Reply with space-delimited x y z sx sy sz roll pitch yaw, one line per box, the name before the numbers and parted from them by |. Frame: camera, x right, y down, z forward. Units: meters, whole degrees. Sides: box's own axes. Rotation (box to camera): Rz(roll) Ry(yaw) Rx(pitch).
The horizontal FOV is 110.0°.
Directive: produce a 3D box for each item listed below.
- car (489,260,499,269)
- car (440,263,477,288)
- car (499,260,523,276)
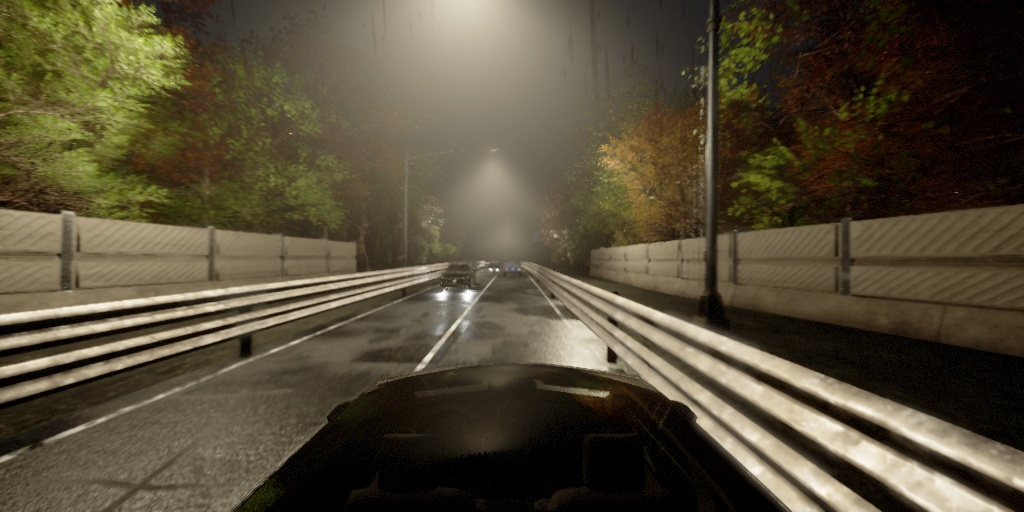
car | -3.122 1.518 65.065 2.128 1.511 4.902 1 -1 1
car | -3.292 1.184 22.925 1.837 1.490 4.892 1 0 0
car | 0.079 1.289 36.171 2.033 1.411 5.357 1 0 0
